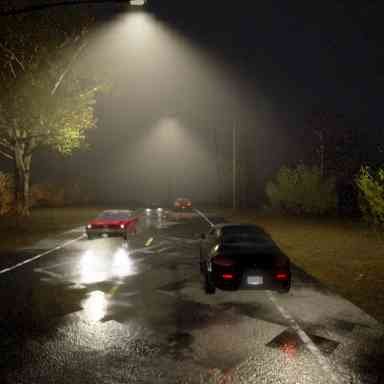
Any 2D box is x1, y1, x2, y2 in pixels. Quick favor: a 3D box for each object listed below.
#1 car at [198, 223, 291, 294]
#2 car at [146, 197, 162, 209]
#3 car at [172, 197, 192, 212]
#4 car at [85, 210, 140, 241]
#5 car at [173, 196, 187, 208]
[{"bbox_3d":[1.174,1.521,8.653,1.812,1.442,4.674,0,0,-1],"label":"car"},{"bbox_3d":[-5.125,1.429,45.045,1.837,1.490,4.892,0,0,-4],"label":"car"},{"bbox_3d":[-1.031,1.466,37.514,1.812,1.442,4.674,0,0,-3],"label":"car"},{"bbox_3d":[-3.830,1.587,16.689,1.895,1.301,4.718,0,0,-2],"label":"car"},{"bbox_3d":[-1.725,1.420,47.694,1.837,1.490,4.892,0,0,-4],"label":"car"}]
